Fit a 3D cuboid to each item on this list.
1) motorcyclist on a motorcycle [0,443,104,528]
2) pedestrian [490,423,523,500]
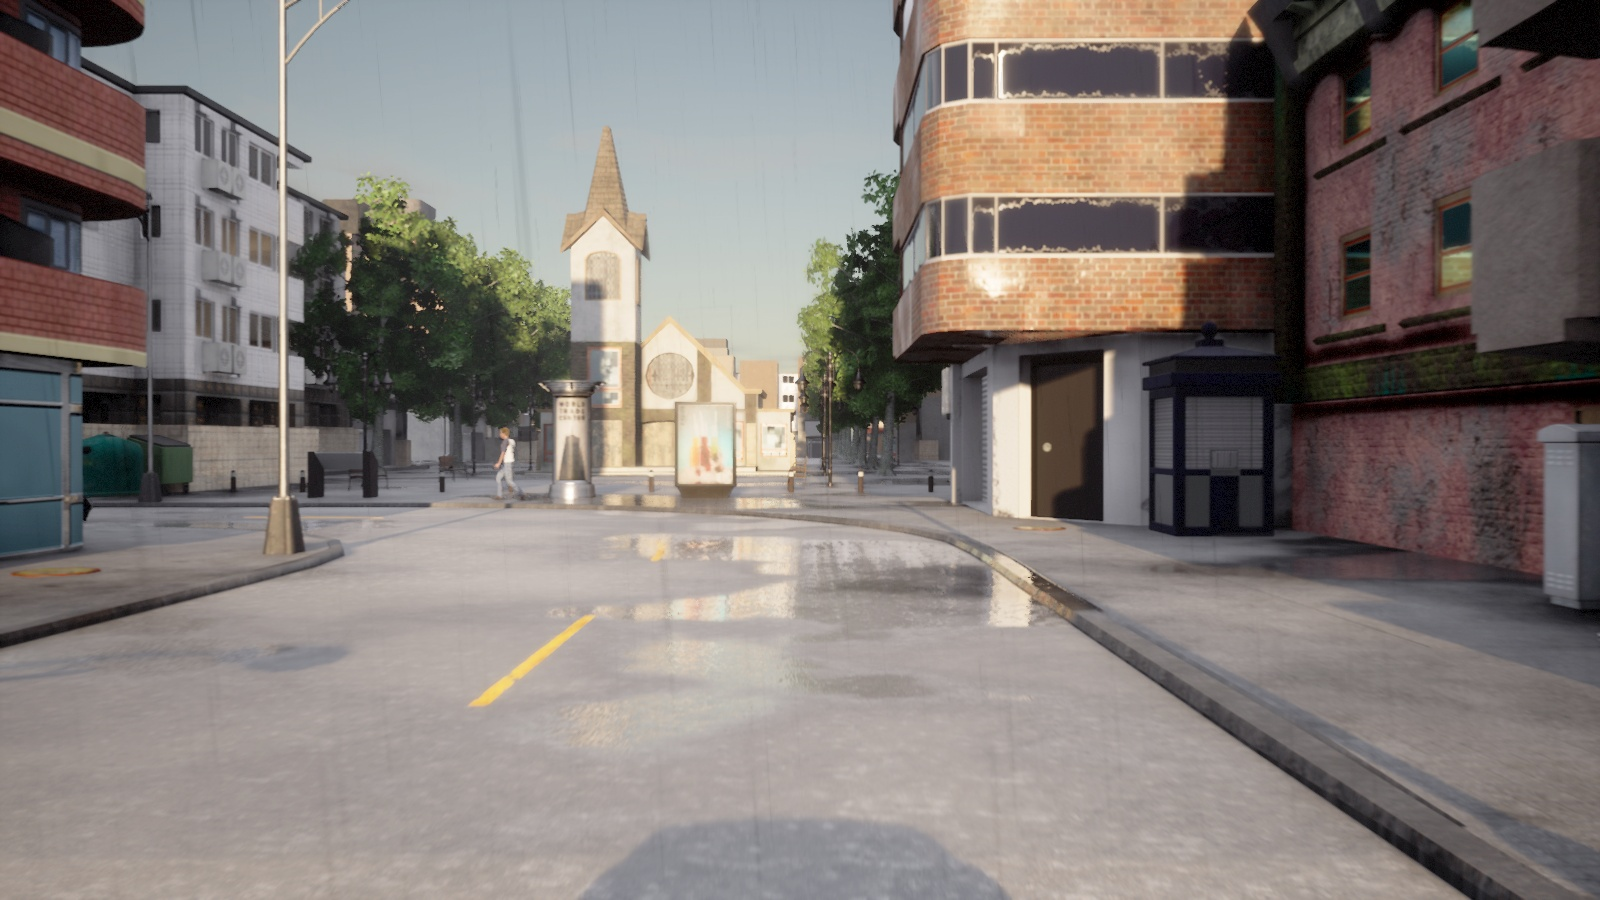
[{"bbox_3d":[-14.114,0.640,23.071,2.191,1.530,0.866,0,0,0],"label":"motorcyclist on a motorcycle"},{"bbox_3d":[-7.048,0.280,30.182,0.706,1.836,0.354,0,0,4],"label":"pedestrian"}]
